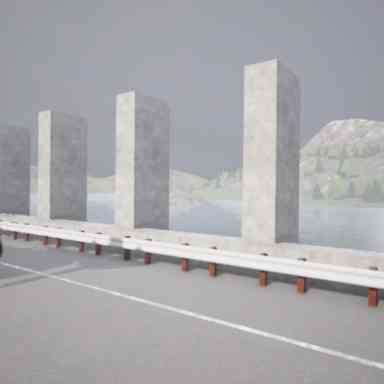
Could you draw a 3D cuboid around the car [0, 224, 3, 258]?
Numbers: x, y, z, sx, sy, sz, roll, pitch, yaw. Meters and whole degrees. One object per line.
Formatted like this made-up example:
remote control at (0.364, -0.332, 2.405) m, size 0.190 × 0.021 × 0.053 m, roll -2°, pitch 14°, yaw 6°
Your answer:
car at (-7.379, 1.080, 9.067) m, size 5.566 × 2.045 × 2.150 m, roll 1°, pitch 1°, yaw 34°
